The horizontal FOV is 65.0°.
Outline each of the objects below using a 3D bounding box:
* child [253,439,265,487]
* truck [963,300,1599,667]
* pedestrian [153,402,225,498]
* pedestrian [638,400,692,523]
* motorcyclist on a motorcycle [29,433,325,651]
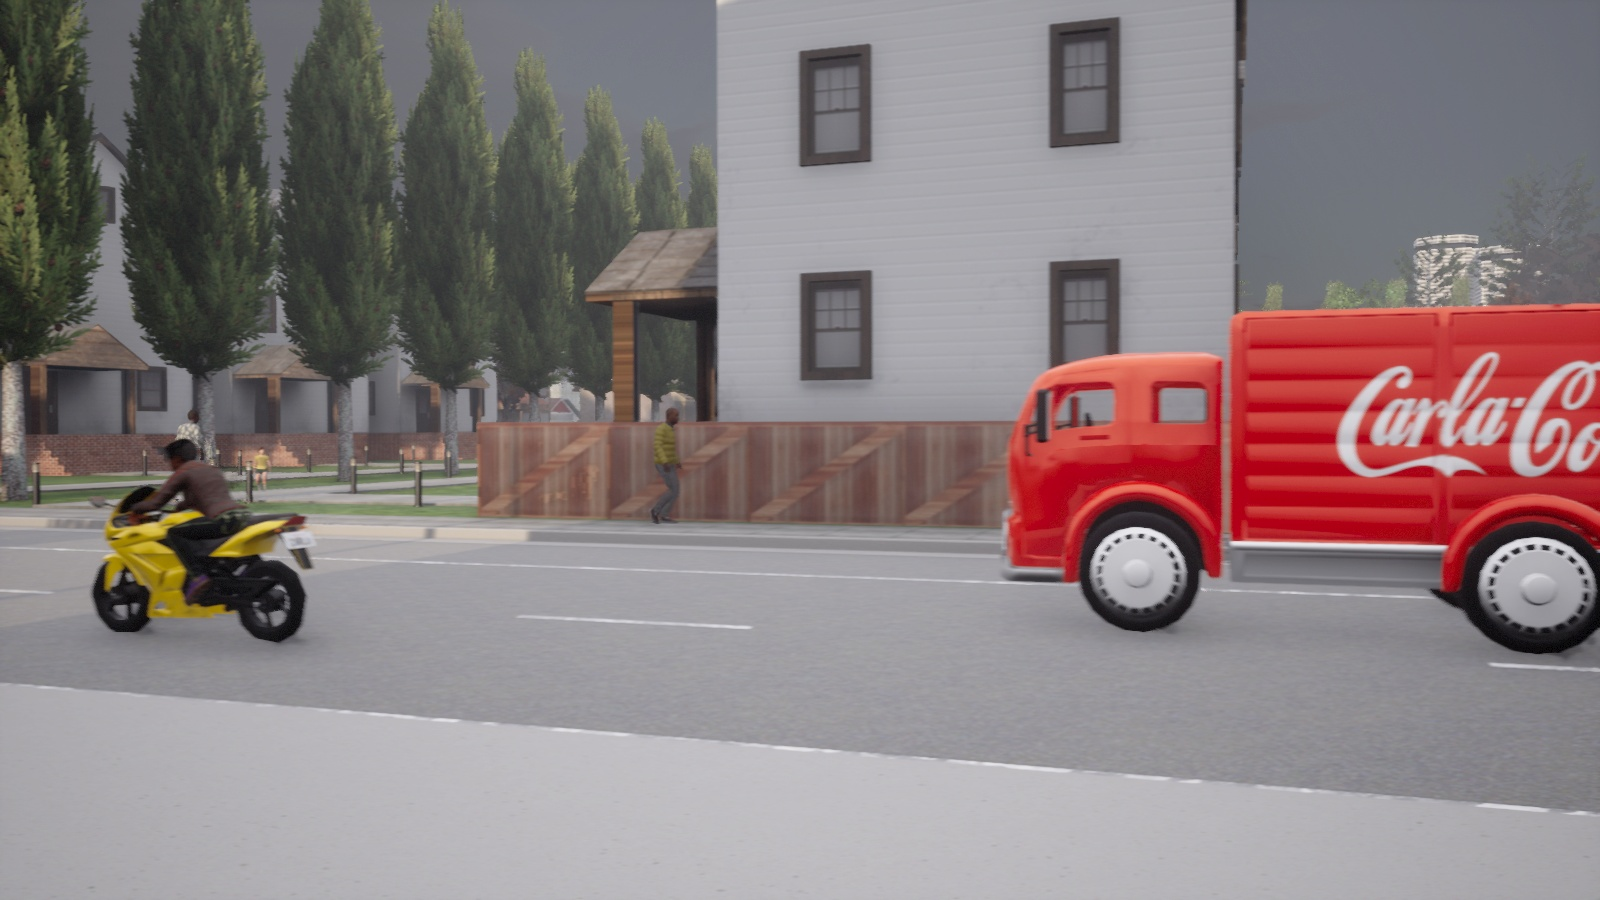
[{"bbox_3d":[-12.658,0.294,29.369,0.255,1.110,0.394,0,1,-24],"label":"child"},{"bbox_3d":[4.165,0.192,10.225,5.204,2.467,2.627,1,1,19],"label":"truck"},{"bbox_3d":[-12.002,-0.009,24.688,0.874,1.855,0.900,1,1,18],"label":"pedestrian"},{"bbox_3d":[-2.035,0.170,18.977,0.726,1.835,0.370,1,1,19],"label":"pedestrian"},{"bbox_3d":[-4.718,0.638,9.528,2.044,1.523,0.797,1,1,19],"label":"motorcyclist on a motorcycle"}]
